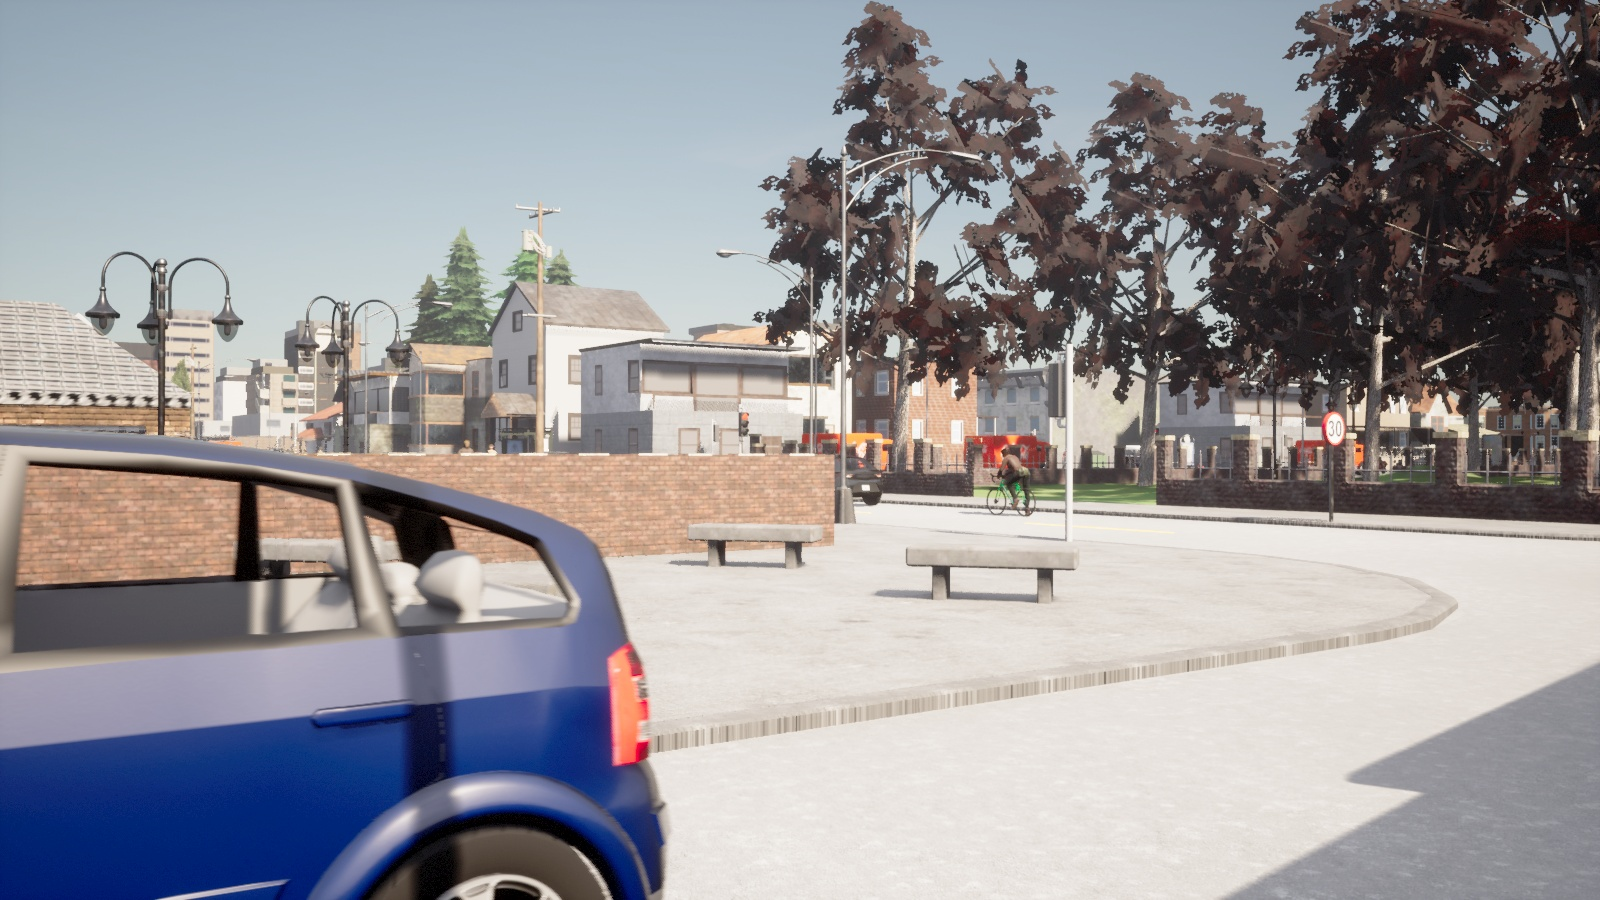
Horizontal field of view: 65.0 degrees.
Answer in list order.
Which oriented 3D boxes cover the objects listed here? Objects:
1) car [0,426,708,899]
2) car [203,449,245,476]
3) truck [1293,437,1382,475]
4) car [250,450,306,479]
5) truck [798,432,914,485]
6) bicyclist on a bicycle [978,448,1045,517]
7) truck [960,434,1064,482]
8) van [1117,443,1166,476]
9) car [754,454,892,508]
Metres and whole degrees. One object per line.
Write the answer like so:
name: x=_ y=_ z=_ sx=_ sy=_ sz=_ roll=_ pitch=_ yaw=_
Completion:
car: x=-2.253 y=0.735 z=2.698 sx=3.705 sy=1.549 sz=1.789 roll=0 pitch=0 yaw=-35
car: x=-40.874 y=0.866 z=89.074 sx=1.932 sy=1.855 sz=4.605 roll=0 pitch=0 yaw=-35
truck: x=36.654 y=0.389 z=85.653 sx=5.204 sy=2.467 sz=2.627 roll=0 pitch=0 yaw=-21
car: x=-31.357 y=0.840 z=75.362 sx=2.242 sy=1.667 sz=4.611 roll=0 pitch=0 yaw=-35
truck: x=2.738 y=0.402 z=61.153 sx=5.204 sy=2.467 sz=2.627 roll=0 pitch=0 yaw=-39
bicyclist on a bicycle: x=5.038 y=0.760 z=30.000 sx=0.582 sy=1.620 sz=1.656 roll=0 pitch=0 yaw=-35
truck: x=11.362 y=0.398 z=67.218 sx=5.204 sy=2.467 sz=2.627 roll=0 pitch=0 yaw=-38
van: x=22.128 y=0.619 z=81.543 sx=2.069 sy=2.038 sz=4.480 roll=1 pitch=0 yaw=2
car: x=0.603 y=0.846 z=36.427 sx=1.816 sy=1.474 sz=4.193 roll=0 pitch=0 yaw=-36
